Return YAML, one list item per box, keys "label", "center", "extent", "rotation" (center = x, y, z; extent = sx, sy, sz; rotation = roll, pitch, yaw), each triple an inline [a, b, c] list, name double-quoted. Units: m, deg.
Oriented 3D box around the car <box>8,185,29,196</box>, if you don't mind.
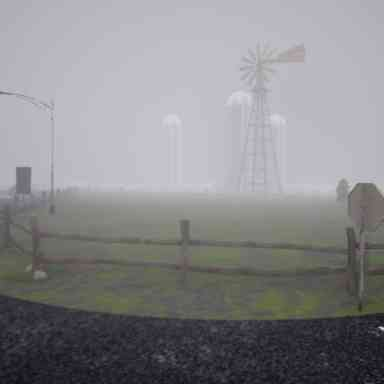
- label: "car"
  center: [-24.395, -0.228, 46.817]
  extent: [1.837, 1.490, 4.892]
  rotation: [0, 1, -13]
